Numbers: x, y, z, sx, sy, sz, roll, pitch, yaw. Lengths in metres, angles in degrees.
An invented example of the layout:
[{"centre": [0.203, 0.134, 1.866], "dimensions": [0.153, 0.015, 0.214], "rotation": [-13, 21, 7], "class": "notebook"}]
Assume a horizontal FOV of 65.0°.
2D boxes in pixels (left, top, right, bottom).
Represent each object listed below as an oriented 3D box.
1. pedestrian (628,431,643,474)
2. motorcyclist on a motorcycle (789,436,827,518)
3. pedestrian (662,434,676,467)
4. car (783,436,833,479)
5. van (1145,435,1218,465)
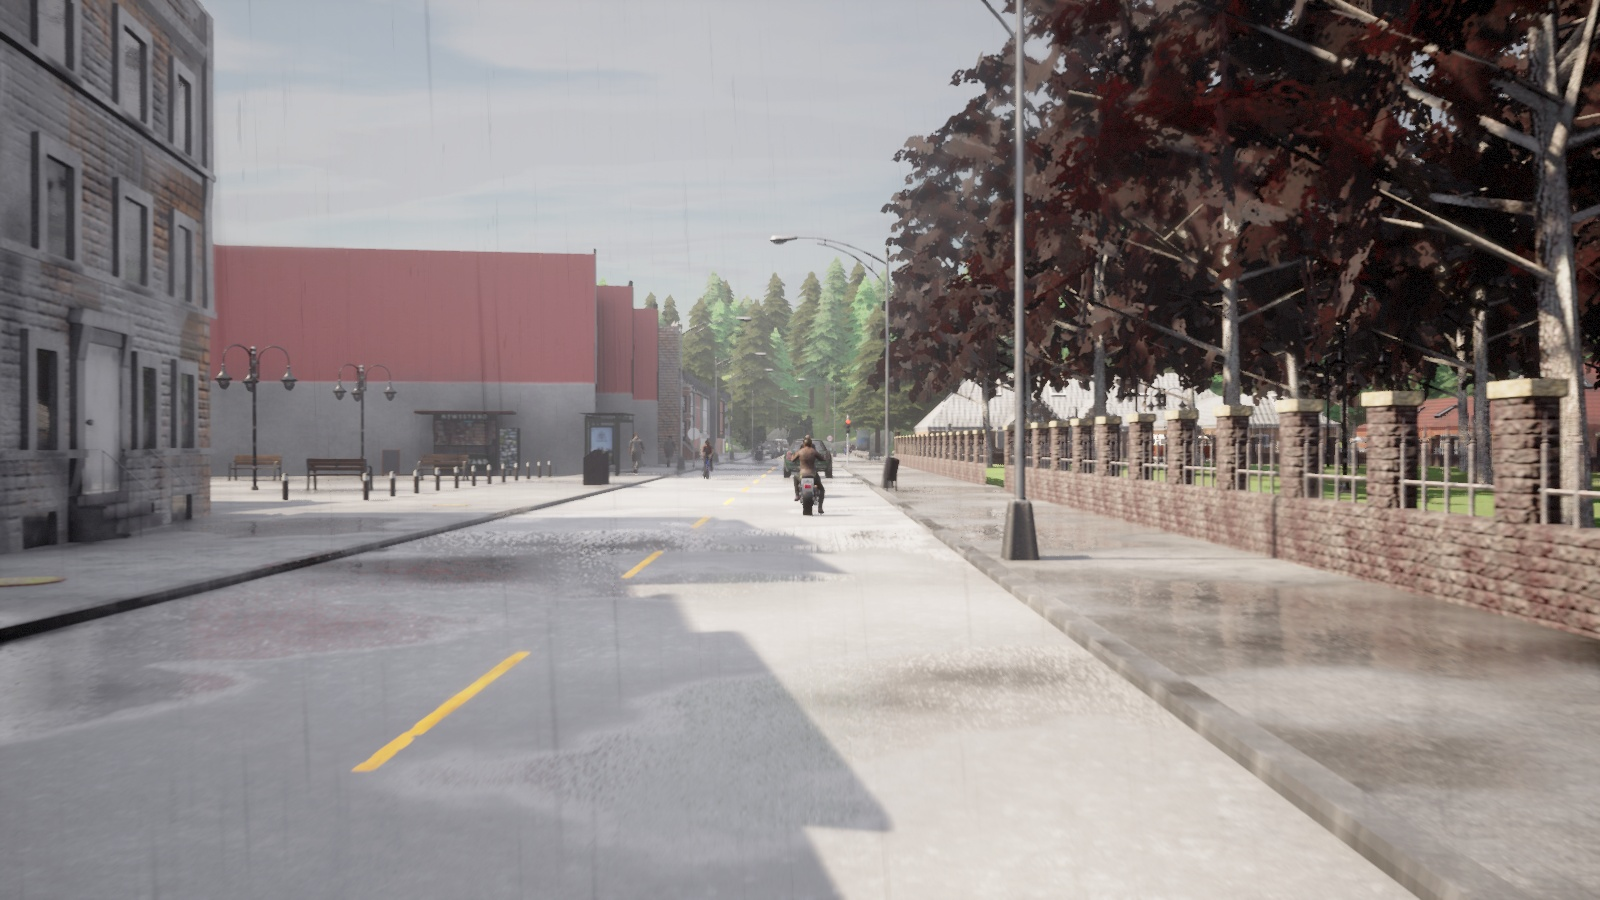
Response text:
[{"centre": [-7.495, 0.128, 57.199], "dimensions": [0.659, 1.952, 0.873], "rotation": [0, 0, -6], "class": "pedestrian"}, {"centre": [0.161, 0.548, 26.447], "dimensions": [0.766, 1.649, 2.350], "rotation": [0, 0, 0], "class": "motorcyclist on a motorcycle"}, {"centre": [-7.635, 0.034, 73.118], "dimensions": [0.659, 1.952, 0.873], "rotation": [0, 0, 5], "class": "pedestrian"}, {"centre": [0.350, 0.298, 54.556], "dimensions": [2.097, 1.767, 4.553], "rotation": [0, 0, 0], "class": "car"}, {"centre": [26.476, -0.001, 87.265], "dimensions": [4.480, 2.038, 2.069], "rotation": [0, 0, -1], "class": "van"}]
